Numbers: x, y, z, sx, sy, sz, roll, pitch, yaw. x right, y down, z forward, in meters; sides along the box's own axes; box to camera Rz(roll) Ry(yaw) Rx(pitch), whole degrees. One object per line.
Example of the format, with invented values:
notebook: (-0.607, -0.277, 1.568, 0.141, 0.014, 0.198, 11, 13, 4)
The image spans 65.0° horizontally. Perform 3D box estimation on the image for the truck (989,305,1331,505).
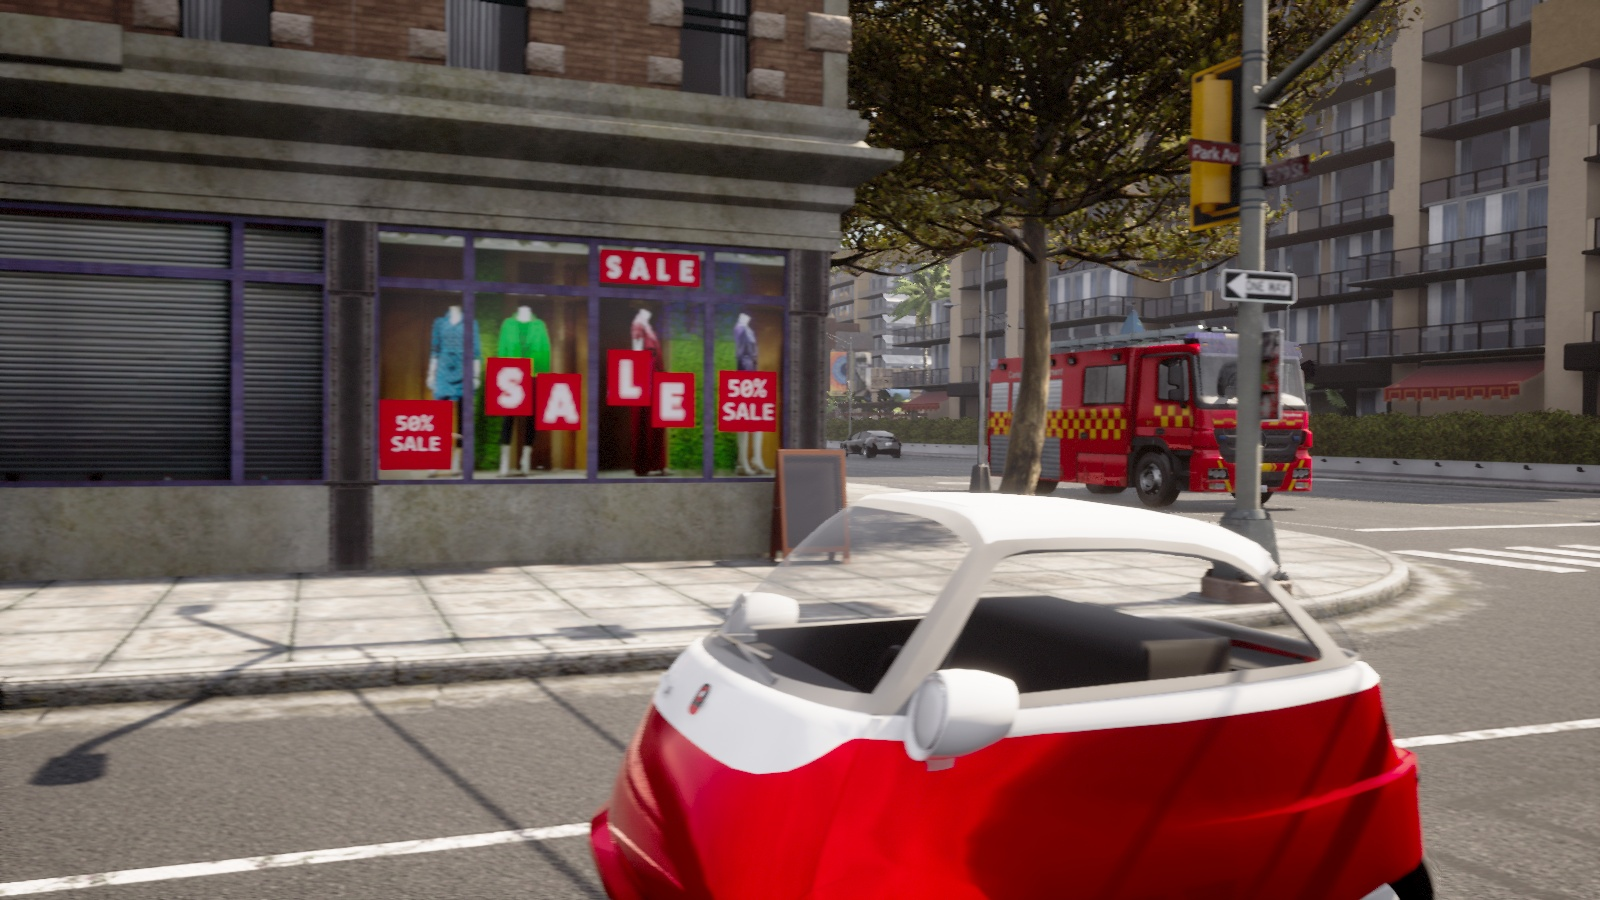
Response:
truck: (7.687, -0.931, 28.430, 2.891, 3.827, 8.468, -1, 1, -21)

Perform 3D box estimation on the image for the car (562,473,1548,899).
car: (0.585, 0.785, 3.462, 2.207, 1.376, 1.481, 0, 1, -21)

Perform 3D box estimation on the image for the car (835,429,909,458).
car: (3.812, -0.389, 67.664, 2.163, 1.488, 4.792, -1, 1, -21)
